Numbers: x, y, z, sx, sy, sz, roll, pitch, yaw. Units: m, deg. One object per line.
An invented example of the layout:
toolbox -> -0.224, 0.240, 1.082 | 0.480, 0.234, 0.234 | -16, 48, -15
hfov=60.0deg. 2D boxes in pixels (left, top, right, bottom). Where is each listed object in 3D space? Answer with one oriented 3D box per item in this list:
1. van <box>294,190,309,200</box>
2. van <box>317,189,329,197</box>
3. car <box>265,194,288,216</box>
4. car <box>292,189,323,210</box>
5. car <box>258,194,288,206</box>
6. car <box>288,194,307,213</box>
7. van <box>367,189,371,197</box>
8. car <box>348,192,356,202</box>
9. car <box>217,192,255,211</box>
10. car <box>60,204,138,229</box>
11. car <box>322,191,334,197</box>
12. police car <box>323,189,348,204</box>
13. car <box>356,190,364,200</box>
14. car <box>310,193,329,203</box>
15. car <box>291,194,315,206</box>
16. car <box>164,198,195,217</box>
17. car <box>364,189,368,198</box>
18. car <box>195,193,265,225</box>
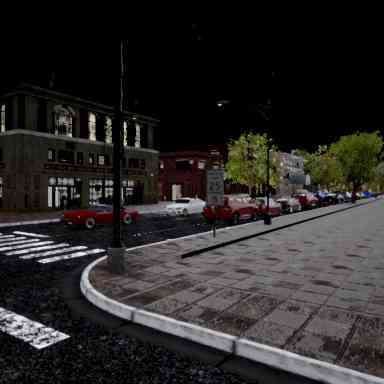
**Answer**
van -> 20.892, 0.504, 63.430 | 1.690, 1.788, 3.998 | 1, 2, 34
van -> 30.312, 0.297, 77.131 | 1.690, 1.788, 3.998 | 1, 2, 34
car -> 5.823, 1.152, 26.723 | 1.967, 1.590, 4.097 | 1, 2, 34
car -> 12.105, 0.893, 35.856 | 2.192, 1.841, 5.009 | 1, 2, 34
car -> 10.781, 1.000, 44.106 | 2.033, 1.411, 5.357 | 1, 1, 35
car -> 8.962, 1.195, 31.294 | 2.008, 1.369, 4.403 | 1, 2, 34
van -> 40.366, 0.302, 76.964 | 1.690, 1.788, 3.998 | 1, 2, 34
car -> 23.722, 0.690, 52.029 | 2.097, 1.767, 4.553 | 1, 1, 35
car -> 4.745, 0.933, 35.378 | 2.097, 1.767, 4.553 | 1, 1, 35
car -> -5.567, 1.401, 20.390 | 1.895, 1.301, 4.718 | 1, 1, 34
car -> 33.450, 0.437, 81.704 | 2.008, 1.369, 4.403 | 1, 2, 34
police car -> 19.853, 0.847, 46.365 | 1.930, 1.638, 5.238 | 1, 1, 35
car -> 30.943, 0.751, 63.266 | 1.802, 1.307, 4.206 | 1, 2, 34
car -> 20.012, 0.861, 52.129 | 1.812, 1.442, 4.674 | 1, 1, 35
car -> 15.003, 0.970, 44.743 | 1.812, 1.442, 4.674 | 1, 1, 35
car -> -0.385, 1.216, 27.933 | 1.812, 1.442, 4.674 | 1, 1, 35
car -> 34.180, 0.623, 67.972 | 1.752, 1.417, 4.829 | 1, 2, 34
car -> 2.684, 1.093, 22.153 | 2.192, 1.841, 5.009 | 1, 1, 34
